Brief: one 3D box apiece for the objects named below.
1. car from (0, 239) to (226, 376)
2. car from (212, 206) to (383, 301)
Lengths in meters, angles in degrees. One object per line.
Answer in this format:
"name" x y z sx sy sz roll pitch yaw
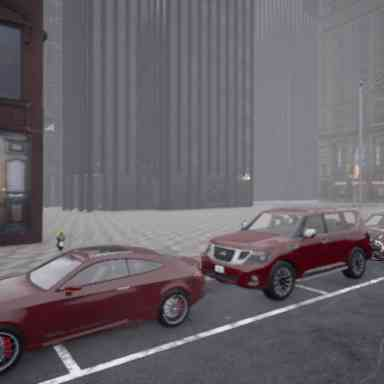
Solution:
"car" -1.677 1.583 5.454 4.206 1.307 1.802 0 0 -36
"car" 2.635 1.317 8.537 5.009 1.841 2.192 0 0 -36
